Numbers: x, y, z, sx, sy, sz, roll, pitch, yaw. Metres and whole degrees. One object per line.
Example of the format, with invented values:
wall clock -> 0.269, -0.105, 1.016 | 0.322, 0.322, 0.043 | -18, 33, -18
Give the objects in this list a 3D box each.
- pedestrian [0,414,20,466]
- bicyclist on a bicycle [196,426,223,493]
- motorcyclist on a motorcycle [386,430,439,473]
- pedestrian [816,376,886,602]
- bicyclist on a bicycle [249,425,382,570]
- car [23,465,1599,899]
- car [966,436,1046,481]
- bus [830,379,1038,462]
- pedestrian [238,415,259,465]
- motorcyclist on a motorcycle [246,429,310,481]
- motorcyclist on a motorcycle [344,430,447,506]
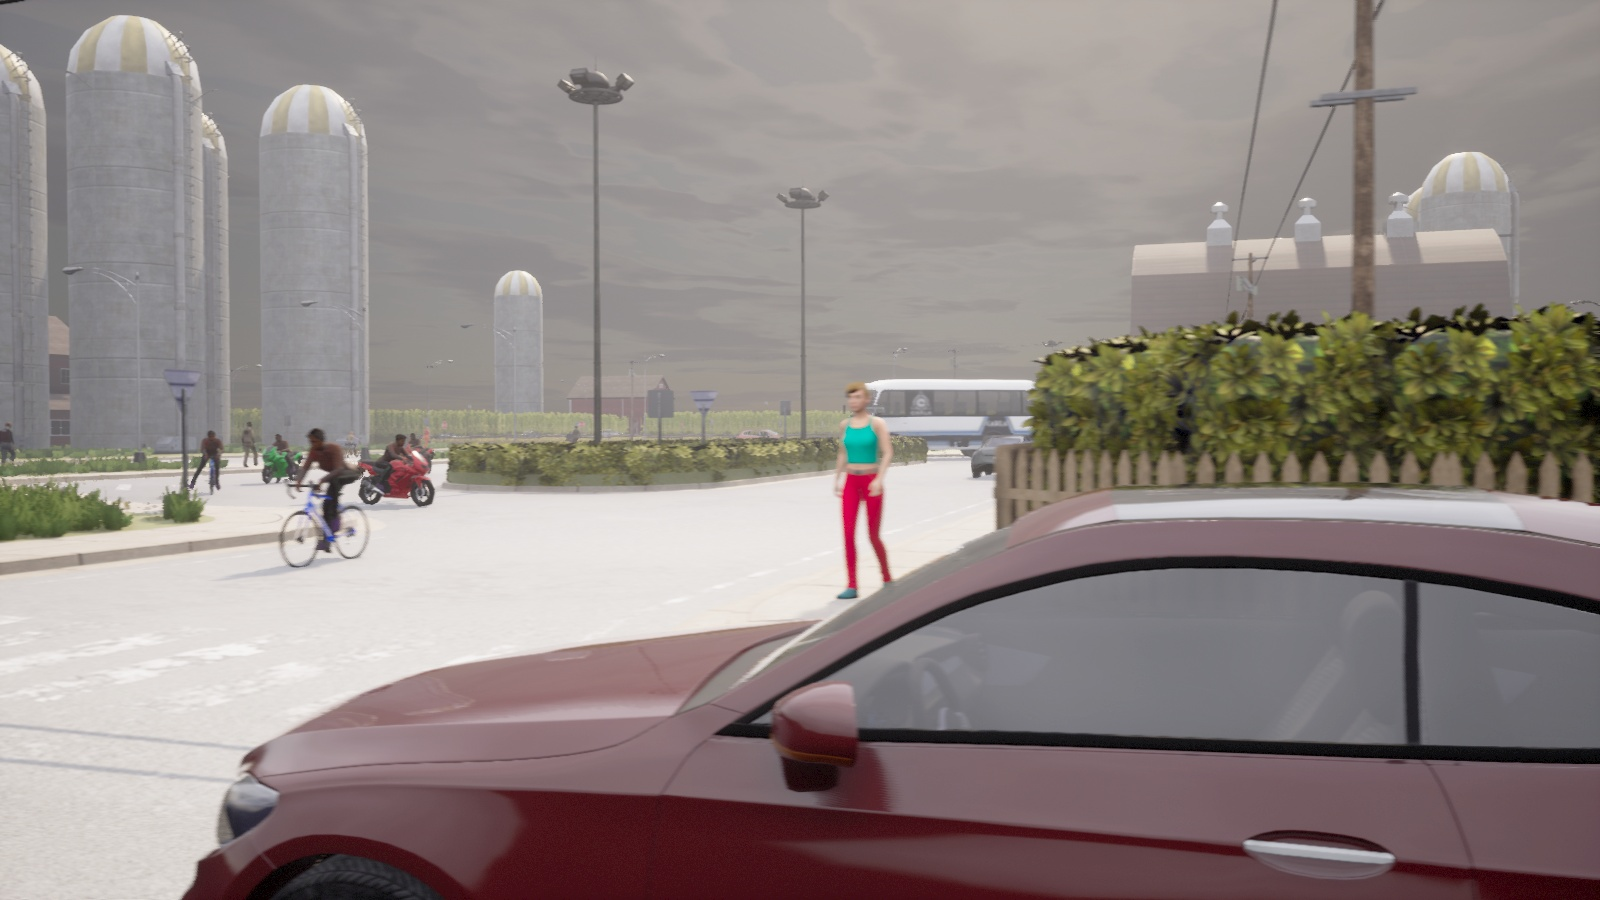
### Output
pedestrian -> -28.478, -0.347, 45.090 | 0.376, 1.854, 0.720 | 0, 1, 11
bicyclist on a bicycle -> -14.809, 0.220, 31.476 | 0.582, 1.620, 1.656 | 0, 1, -26
motorcyclist on a motorcycle -> -13.882, 0.035, 45.058 | 0.797, 1.523, 2.044 | 1, 1, 18
pedestrian -> 0.435, 0.315, 10.547 | 0.345, 1.836, 0.594 | 1, 1, 30
bicyclist on a bicycle -> -5.737, 0.518, 14.969 | 0.582, 1.620, 1.656 | 0, 1, 16
car -> 0.762, 0.808, 2.937 | 4.674, 1.442, 1.812 | 1, 1, 19
car -> 6.887, 0.249, 41.700 | 1.994, 1.385, 4.181 | 1, 1, 18
bus -> 7.112, -1.601, 67.293 | 10.273, 4.253, 3.944 | 0, 2, -14
pedestrian -> -21.828, -0.396, 49.698 | 0.396, 1.930, 0.692 | 0, 1, 13
motorcyclist on a motorcycle -> -15.872, 0.137, 38.245 | 0.797, 1.523, 2.044 | 0, 1, 11
motorcyclist on a motorcycle -> -8.453, 0.357, 26.234 | 2.044, 1.523, 0.797 | 1, 1, 23
